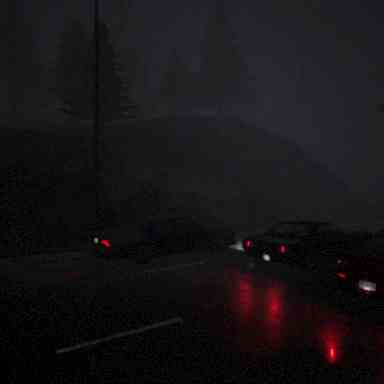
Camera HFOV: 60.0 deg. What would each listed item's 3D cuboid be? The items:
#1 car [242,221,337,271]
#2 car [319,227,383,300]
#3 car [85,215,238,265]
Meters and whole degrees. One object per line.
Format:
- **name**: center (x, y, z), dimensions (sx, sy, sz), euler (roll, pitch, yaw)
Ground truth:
- **car**: center (3.956, 1.594, 10.870), dimensions (4.718, 1.301, 1.895), euler (0, 0, -36)
- **car**: center (5.041, 1.519, 7.344), dimensions (4.674, 1.442, 1.812), euler (0, 0, -36)
- **car**: center (-0.896, 1.543, 11.707), dimensions (5.357, 1.411, 2.033), euler (0, 0, -35)
